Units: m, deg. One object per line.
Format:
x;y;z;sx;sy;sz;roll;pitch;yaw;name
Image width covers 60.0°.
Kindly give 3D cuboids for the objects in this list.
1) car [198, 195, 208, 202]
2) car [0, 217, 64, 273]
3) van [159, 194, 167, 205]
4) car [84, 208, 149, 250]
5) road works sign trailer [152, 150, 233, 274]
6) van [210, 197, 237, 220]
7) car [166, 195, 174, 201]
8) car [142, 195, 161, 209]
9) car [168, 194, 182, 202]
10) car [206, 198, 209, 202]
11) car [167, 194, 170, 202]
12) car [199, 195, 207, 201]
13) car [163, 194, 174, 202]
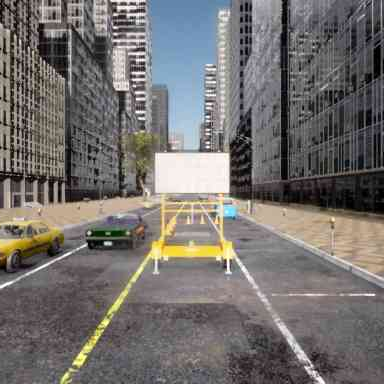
2.757;1.564;73.185;2.008;1.369;4.403;0;0;0;car
-5.683;1.526;10.677;1.752;1.417;4.829;0;0;0;car
-5.640;1.350;56.191;1.690;1.788;3.998;0;0;0;van
-3.088;1.601;14.469;1.895;1.301;4.718;0;0;0;car
0.009;0.465;10.577;2.380;3.560;2.880;0;0;0;road works sign trailer
2.713;1.343;27.841;1.690;1.788;3.998;0;0;0;van
-5.613;1.541;84.360;1.752;1.417;4.829;0;0;0;car
-5.650;1.531;44.684;1.752;1.417;4.829;0;0;0;car
-2.940;1.558;64.727;2.033;1.411;5.357;0;0;0;car
2.719;1.529;33.679;1.752;1.417;4.829;0;0;0;car
-5.628;1.562;67.526;2.008;1.369;4.403;0;0;0;car
2.768;1.561;84.521;1.887;1.381;4.507;0;0;0;car
-5.618;1.329;78.862;2.192;1.841;5.009;0;0;0;car
